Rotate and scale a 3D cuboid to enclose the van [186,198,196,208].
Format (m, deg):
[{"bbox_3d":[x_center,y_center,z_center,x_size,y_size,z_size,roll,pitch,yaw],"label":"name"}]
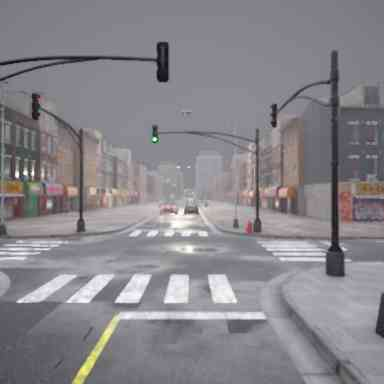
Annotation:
[{"bbox_3d":[-0.211,2.108,62.819,1.690,1.788,3.998,0,-1,0],"label":"van"}]

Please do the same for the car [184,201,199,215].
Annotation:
[{"bbox_3d":[-0.087,2.055,40.396,1.947,1.339,4.313,0,-1,0],"label":"car"}]

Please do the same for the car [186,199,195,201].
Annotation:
[{"bbox_3d":[-0.119,2.085,46.171,1.752,1.417,4.829,0,-1,0],"label":"car"}]

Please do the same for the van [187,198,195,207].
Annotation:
[{"bbox_3d":[-0.242,2.180,68.424,1.690,1.788,3.998,0,-1,0],"label":"van"}]

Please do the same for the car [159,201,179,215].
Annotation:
[{"bbox_3d":[-2.719,1.831,40.009,2.097,1.767,4.553,0,-1,0],"label":"car"}]

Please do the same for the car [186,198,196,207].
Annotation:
[{"bbox_3d":[-0.273,2.226,74.029,2.192,1.841,5.009,0,-1,0],"label":"car"}]
